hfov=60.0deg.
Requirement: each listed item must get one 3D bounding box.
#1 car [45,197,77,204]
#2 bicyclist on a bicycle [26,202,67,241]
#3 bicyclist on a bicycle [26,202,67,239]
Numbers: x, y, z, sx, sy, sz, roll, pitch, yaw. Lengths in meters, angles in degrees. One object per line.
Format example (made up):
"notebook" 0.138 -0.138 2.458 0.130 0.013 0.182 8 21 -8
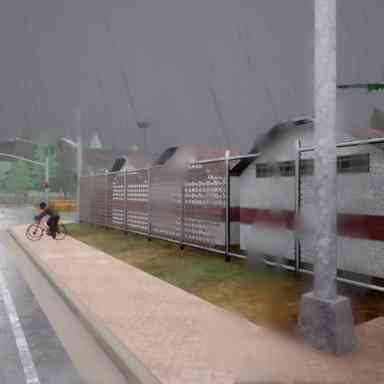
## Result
"car" -19.508 1.503 50.096 4.892 1.490 1.837 0 0 -35
"bicyclist on a bicycle" -6.278 1.300 14.363 1.656 1.620 0.582 0 0 -14
"bicyclist on a bicycle" -6.794 1.301 15.583 1.656 1.620 0.582 0 0 -39
